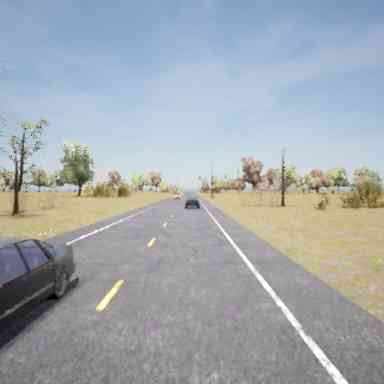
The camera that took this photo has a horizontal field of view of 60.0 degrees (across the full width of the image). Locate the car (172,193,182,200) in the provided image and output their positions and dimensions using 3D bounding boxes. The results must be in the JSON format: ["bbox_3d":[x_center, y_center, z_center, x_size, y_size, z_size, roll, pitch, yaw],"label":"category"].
[{"bbox_3d":[-3.575,0.975,79.633,2.097,1.767,4.553,0,0,0],"label":"car"}]

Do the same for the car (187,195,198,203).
[{"bbox_3d":[0.041,1.250,62.490,2.033,1.411,5.357,0,0,0],"label":"car"}]

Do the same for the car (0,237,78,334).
[{"bbox_3d":[-3.603,1.523,5.562,2.033,1.411,5.357,0,0,0],"label":"car"}]

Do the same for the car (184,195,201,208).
[{"bbox_3d":[0.059,1.299,43.816,1.837,1.490,4.892,0,0,0],"label":"car"}]
